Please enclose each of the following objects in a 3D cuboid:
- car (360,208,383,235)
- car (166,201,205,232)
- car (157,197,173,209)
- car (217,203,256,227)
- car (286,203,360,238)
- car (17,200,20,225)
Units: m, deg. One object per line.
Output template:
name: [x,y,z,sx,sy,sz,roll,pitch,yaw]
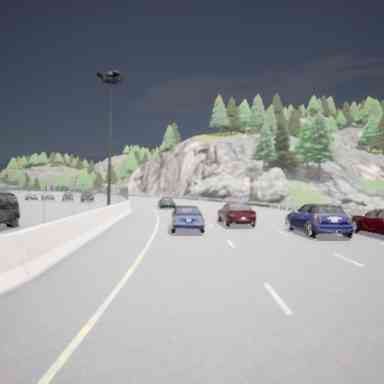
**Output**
car: [10.303,1.575,17.525,1.882,1.535,5.008,1,0,-3]
car: [-0.321,1.484,19.492,2.033,1.411,5.357,1,0,-4]
car: [-3.361,1.387,42.787,1.994,1.385,4.181,1,0,-11]
car: [2.946,1.452,22.675,1.882,1.535,5.008,1,0,-5]
car: [6.754,1.396,18.135,2.097,1.767,4.553,1,0,-3]
car: [-10.860,1.011,17.026,2.150,2.045,5.566,1,0,-3]
